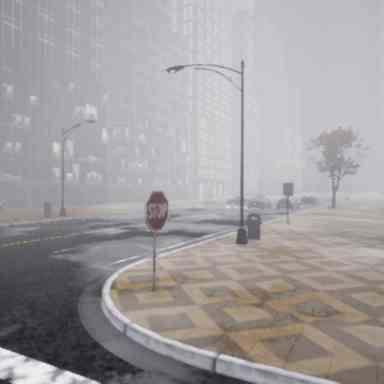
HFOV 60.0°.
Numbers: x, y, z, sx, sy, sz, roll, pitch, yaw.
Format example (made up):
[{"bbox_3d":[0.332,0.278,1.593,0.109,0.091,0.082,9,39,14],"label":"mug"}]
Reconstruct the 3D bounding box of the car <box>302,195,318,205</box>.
[{"bbox_3d":[18.104,1.144,51.236,1.882,1.535,5.008,0,0,29],"label":"car"}]

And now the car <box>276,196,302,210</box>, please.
[{"bbox_3d":[11.098,1.305,38.563,1.812,1.442,4.674,0,1,29],"label":"car"}]

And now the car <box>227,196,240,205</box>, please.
[{"bbox_3d":[7.032,1.294,51.371,1.895,1.301,4.718,0,0,29],"label":"car"}]

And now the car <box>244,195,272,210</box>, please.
[{"bbox_3d":[8.214,1.340,40.066,1.994,1.385,4.181,0,1,29],"label":"car"}]

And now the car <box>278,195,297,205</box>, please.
[{"bbox_3d":[15.260,1.226,52.810,1.994,1.385,4.181,0,0,29],"label":"car"}]
